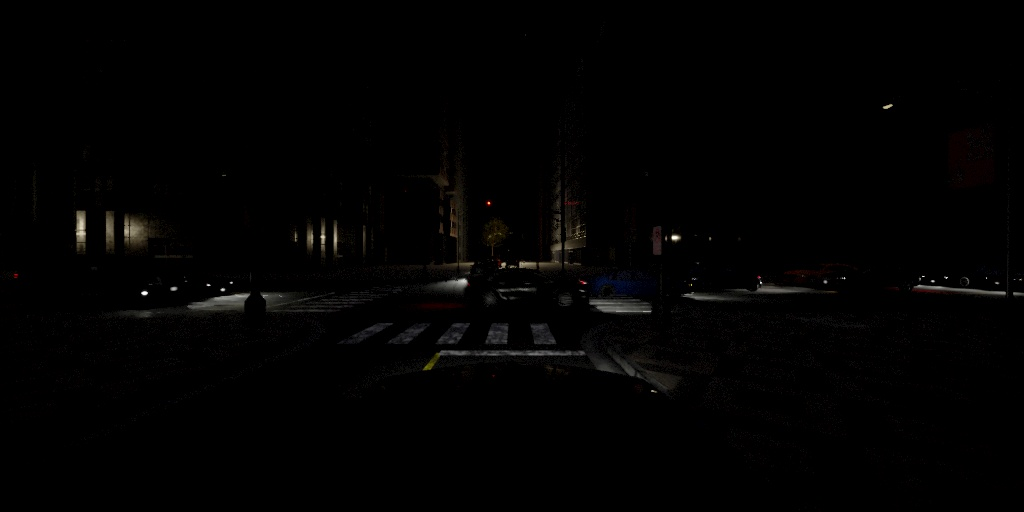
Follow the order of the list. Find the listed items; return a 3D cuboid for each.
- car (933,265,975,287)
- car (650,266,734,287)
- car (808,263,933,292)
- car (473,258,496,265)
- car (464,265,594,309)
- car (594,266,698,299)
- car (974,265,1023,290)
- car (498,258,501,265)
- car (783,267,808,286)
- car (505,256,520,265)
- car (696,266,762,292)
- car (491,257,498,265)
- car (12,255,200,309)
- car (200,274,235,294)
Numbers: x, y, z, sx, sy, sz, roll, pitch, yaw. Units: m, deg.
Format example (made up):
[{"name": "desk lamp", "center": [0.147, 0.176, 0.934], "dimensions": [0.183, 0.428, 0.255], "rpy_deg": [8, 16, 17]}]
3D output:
[{"name": "car", "center": [31.165, 1.325, 24.258], "dimensions": [5.357, 1.411, 2.033], "rpy_deg": [0, 0, 1]}, {"name": "car", "center": [12.098, 1.353, 24.351], "dimensions": [4.718, 1.301, 1.895], "rpy_deg": [0, 0, 3]}, {"name": "car", "center": [20.883, 1.261, 21.059], "dimensions": [4.902, 1.511, 2.128], "rpy_deg": [0, 0, 0]}, {"name": "car", "center": [-3.080, 1.239, 36.082], "dimensions": [2.128, 1.511, 4.902], "rpy_deg": [0, 0, 0]}, {"name": "car", "center": [0.547, 1.254, 14.451], "dimensions": [4.892, 1.490, 1.837], "rpy_deg": [0, 0, 0]}, {"name": "car", "center": [5.831, 1.303, 17.680], "dimensions": [5.357, 1.411, 2.033], "rpy_deg": [0, 0, 0]}, {"name": "car", "center": [30.765, 1.309, 21.010], "dimensions": [4.674, 1.442, 1.812], "rpy_deg": [0, 0, 0]}, {"name": "car", "center": [-3.106, 1.311, 56.022], "dimensions": [1.994, 1.385, 4.181], "rpy_deg": [0, 0, 0]}, {"name": "car", "center": [21.233, 1.241, 24.307], "dimensions": [5.008, 1.535, 1.882], "rpy_deg": [0, 0, 0]}, {"name": "car", "center": [0.084, 0.966, 59.045], "dimensions": [2.150, 2.045, 5.566], "rpy_deg": [0, 0, 0]}, {"name": "car", "center": [12.187, 1.323, 21.098], "dimensions": [4.181, 1.385, 1.994], "rpy_deg": [0, 0, 0]}, {"name": "car", "center": [-3.096, 1.252, 46.038], "dimensions": [1.837, 1.490, 4.892], "rpy_deg": [0, 0, 0]}, {"name": "car", "center": [-16.449, 0.966, 14.524], "dimensions": [5.566, 2.045, 2.150], "rpy_deg": [0, 0, 0]}, {"name": "car", "center": [-16.989, 1.286, 17.774], "dimensions": [5.357, 1.411, 2.033], "rpy_deg": [0, 0, 0]}]
